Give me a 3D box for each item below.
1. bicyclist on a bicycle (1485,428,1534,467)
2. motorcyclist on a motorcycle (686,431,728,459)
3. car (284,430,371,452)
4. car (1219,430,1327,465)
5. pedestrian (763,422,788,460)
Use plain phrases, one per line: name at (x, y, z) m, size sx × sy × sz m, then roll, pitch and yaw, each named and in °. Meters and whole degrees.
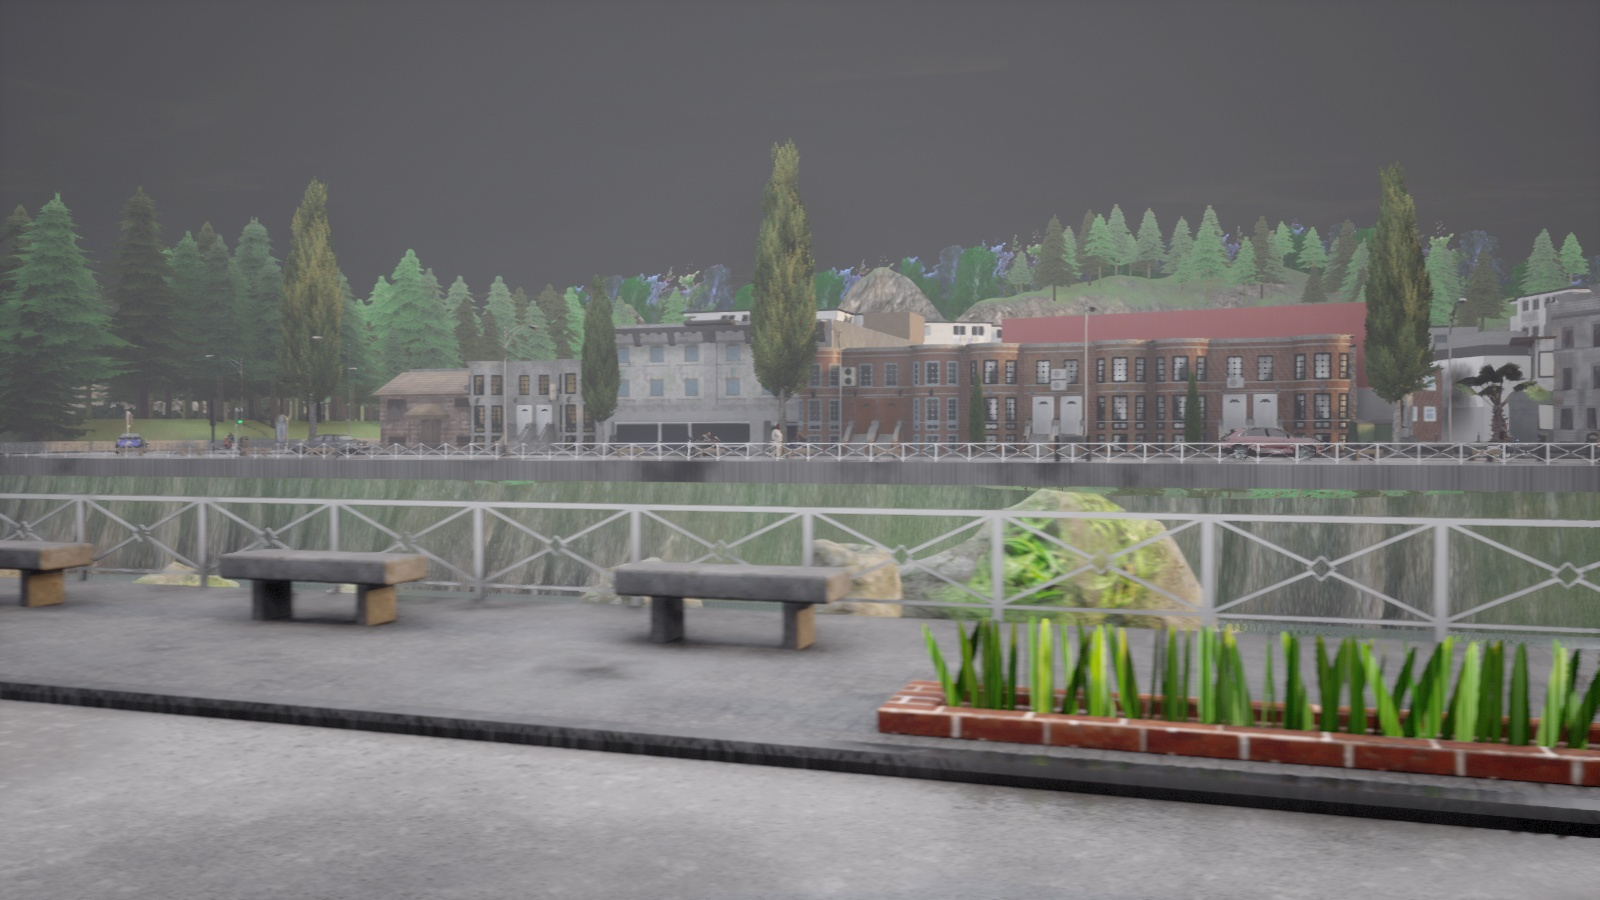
bicyclist on a bicycle at (32.643, -0.106, 57.802) m, size 1.843 × 1.776 × 0.659 m, roll 0°, pitch 1°, yaw 19°
motorcyclist on a motorcycle at (-5.212, -0.287, 70.522) m, size 2.191 × 1.530 × 0.866 m, roll 1°, pitch 1°, yaw 19°
car at (-31.452, -0.582, 83.557) m, size 5.357 × 1.411 × 2.033 m, roll 1°, pitch 1°, yaw 19°
car at (22.930, -0.135, 61.066) m, size 4.856 × 1.649 × 2.033 m, roll 1°, pitch 1°, yaw 19°
pedestrian at (-1.208, -0.454, 61.583) m, size 0.900 × 1.855 × 0.874 m, roll 1°, pitch 1°, yaw 25°
